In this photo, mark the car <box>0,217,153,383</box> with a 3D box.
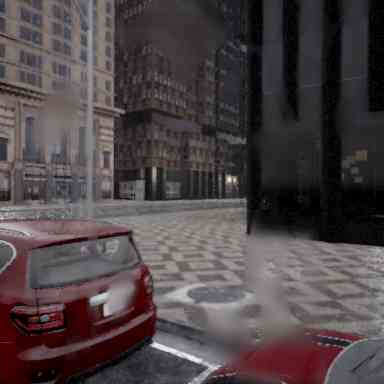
[{"bbox_3d":[-2.778,1.303,4.941,5.009,1.841,2.192,0,0,36],"label":"car"}]

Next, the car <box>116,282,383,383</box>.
[{"bbox_3d":[1.783,1.442,1.688,4.097,1.590,1.967,0,0,36],"label":"car"}]
